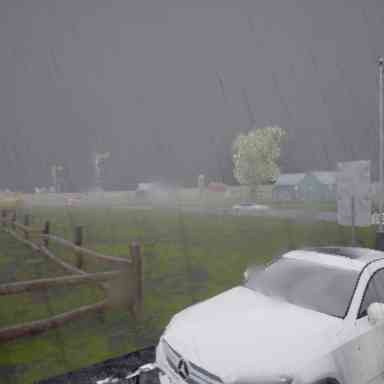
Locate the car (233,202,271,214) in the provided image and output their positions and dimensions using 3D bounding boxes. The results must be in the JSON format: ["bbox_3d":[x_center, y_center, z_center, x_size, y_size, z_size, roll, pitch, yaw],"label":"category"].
[{"bbox_3d":[7.171,1.906,40.170,1.895,1.301,4.718,-2,0,-36],"label":"car"}]

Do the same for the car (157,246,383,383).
[{"bbox_3d":[1.795,1.510,4.336,4.674,1.442,1.812,0,0,-35],"label":"car"}]
